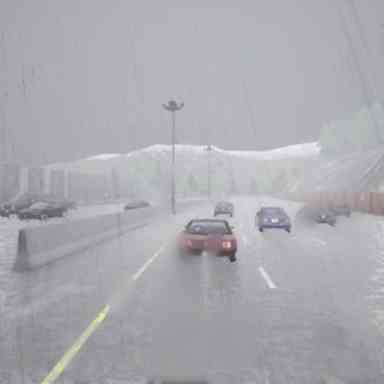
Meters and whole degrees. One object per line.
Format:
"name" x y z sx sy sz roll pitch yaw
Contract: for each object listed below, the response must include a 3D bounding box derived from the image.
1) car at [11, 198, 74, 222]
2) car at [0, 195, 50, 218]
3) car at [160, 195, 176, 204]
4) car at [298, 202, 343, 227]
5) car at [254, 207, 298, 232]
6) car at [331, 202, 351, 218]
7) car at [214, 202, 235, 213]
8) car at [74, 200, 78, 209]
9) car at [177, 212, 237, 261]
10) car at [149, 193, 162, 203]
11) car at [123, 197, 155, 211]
"car" -12.015 1.520 27.147 1.882 1.535 5.008 0 0 8
"car" -15.074 1.265 30.560 2.150 2.045 5.566 0 0 9
"car" -4.732 1.735 69.779 1.994 1.385 4.181 0 0 10
"car" 8.946 1.666 24.201 2.033 1.411 5.357 0 0 8
"car" 4.958 1.639 20.794 2.033 1.411 5.357 0 0 7
"car" 13.635 1.656 31.870 2.128 1.511 4.902 0 0 9
"car" 3.230 1.674 33.393 2.033 1.411 5.357 0 0 9
"car" -16.652 1.571 43.062 2.128 1.511 4.902 0 0 10
"car" 0.628 1.646 12.446 1.895 1.301 4.718 0 0 4
"car" -7.877 1.338 72.109 2.150 2.045 5.566 0 0 10
"car" -6.536 1.656 40.044 2.033 1.411 5.357 0 0 9
